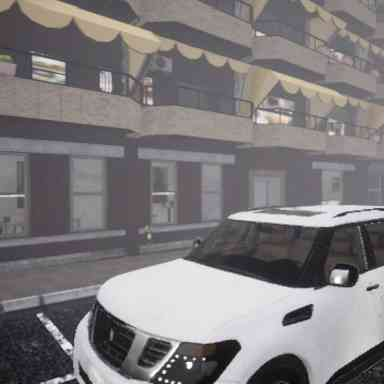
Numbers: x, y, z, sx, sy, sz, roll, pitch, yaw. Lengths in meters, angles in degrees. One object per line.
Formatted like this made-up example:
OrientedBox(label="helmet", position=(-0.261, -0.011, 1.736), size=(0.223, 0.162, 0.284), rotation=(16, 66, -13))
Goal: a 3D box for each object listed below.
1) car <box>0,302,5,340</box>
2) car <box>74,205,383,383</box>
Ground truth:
OrientedBox(label="car", position=(-4.419, 1.547, 3.344), size=(4.403, 1.369, 2.008), rotation=(0, -1, -37))
OrientedBox(label="car", position=(1.401, 1.235, 4.478), size=(5.566, 2.045, 2.150), rotation=(0, 0, -37))
